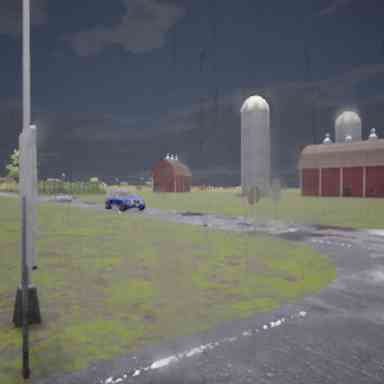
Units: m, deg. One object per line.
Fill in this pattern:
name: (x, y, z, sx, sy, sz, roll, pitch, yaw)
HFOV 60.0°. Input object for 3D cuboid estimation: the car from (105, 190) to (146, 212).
car: (-6.623, 0.813, 32.511, 2.150, 2.045, 5.566, 0, 1, -37)

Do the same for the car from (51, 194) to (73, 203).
car: (-19.365, 0.906, 49.521, 1.895, 1.301, 4.718, 0, 1, -37)
